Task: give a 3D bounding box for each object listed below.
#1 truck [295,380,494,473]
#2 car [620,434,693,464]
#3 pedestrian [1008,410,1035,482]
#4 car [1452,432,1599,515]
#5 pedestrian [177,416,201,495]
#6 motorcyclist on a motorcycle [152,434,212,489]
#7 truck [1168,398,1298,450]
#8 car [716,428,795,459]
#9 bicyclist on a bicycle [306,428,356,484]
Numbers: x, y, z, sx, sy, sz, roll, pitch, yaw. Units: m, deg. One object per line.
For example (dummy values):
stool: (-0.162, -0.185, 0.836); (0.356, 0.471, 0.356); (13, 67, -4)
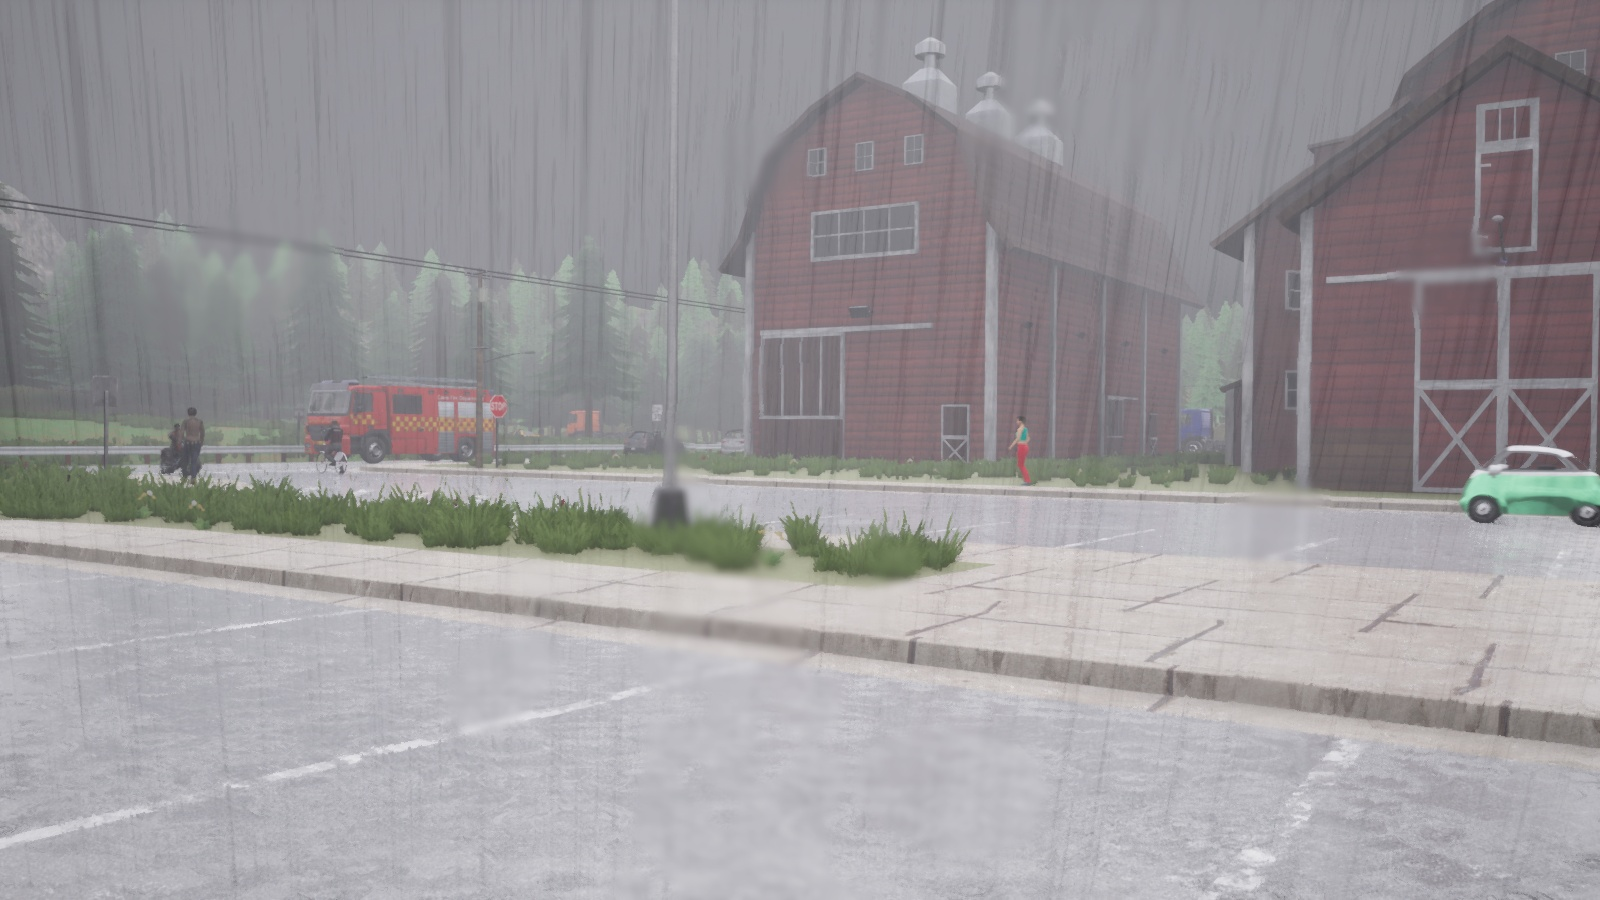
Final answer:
truck: (-17.956, -1.039, 56.289); (2.891, 3.827, 8.468); (0, 1, 34)
car: (-7.448, -0.085, 65.593); (1.845, 1.501, 3.633); (0, 1, 34)
pedestrian: (5.716, -0.108, 32.420); (0.594, 1.836, 0.345); (0, 1, 33)
car: (12.774, 0.369, 22.061); (2.207, 1.376, 1.481); (0, 1, 33)
pedestrian: (-14.069, 0.119, 28.921); (0.328, 1.805, 0.869); (-1, 1, -37)
motorcyclist on a motorcycle: (-19.048, 0.326, 38.668); (2.350, 1.649, 0.766); (0, 0, 39)
truck: (29.636, -1.724, 86.089); (7.936, 3.462, 2.891); (0, 1, 33)
car: (-2.540, -0.395, 72.864); (2.242, 1.667, 4.611); (0, 1, 34)
bicyclist on a bicycle: (-15.085, 0.187, 40.384); (1.843, 1.776, 0.659); (0, 1, 39)
